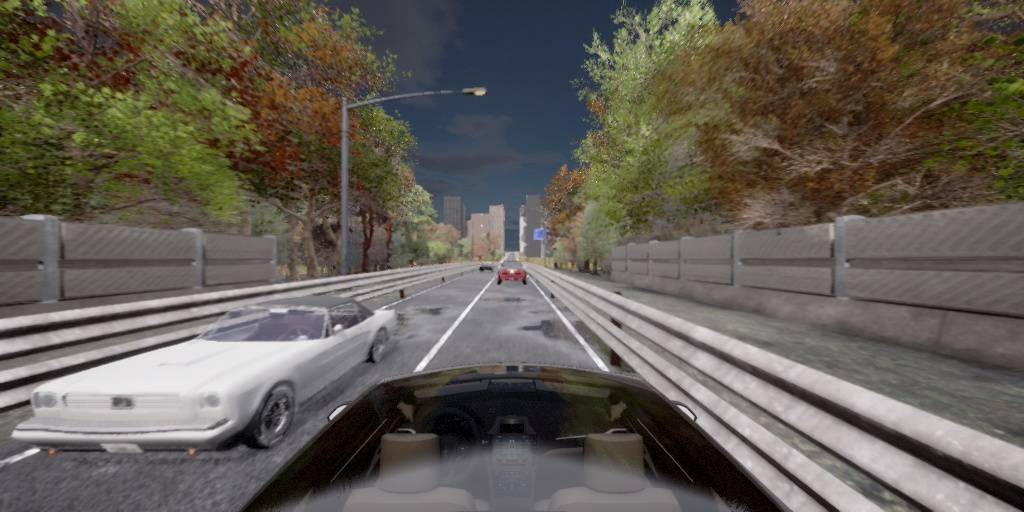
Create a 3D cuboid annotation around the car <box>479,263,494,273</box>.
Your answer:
[{"bbox_3d":[-3.313,1.529,47.640,1.895,1.301,4.718,0,-1,0],"label":"car"}]

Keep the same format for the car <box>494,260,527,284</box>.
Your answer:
[{"bbox_3d":[0.007,1.099,26.648,2.097,1.767,4.553,0,0,0],"label":"car"}]

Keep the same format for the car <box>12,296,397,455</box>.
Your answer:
[{"bbox_3d":[-3.348,1.338,5.284,1.895,1.301,4.718,0,0,0],"label":"car"}]
